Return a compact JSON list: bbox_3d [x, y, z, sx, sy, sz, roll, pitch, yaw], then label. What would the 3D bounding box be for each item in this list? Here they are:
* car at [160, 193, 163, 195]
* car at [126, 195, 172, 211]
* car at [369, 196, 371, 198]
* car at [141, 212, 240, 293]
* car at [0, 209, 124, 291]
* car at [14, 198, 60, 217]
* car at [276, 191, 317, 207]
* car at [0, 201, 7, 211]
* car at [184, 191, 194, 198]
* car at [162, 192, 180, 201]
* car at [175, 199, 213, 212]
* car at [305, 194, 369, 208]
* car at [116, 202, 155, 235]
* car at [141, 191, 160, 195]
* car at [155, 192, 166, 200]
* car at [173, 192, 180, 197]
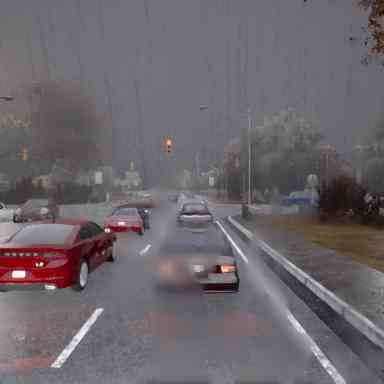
[{"bbox_3d":[-7.021,0.962,65.409,2.128,1.511,4.902,0,1,0],"label":"car"},{"bbox_3d":[-4.664,1.271,34.944,4.674,1.442,1.812,0,1,-3],"label":"car"},{"bbox_3d":[24.086,1.216,43.767,5.357,1.411,2.033,0,1,-3],"label":"car"},{"bbox_3d":[0.104,1.515,8.919,2.033,1.411,5.357,0,0,0],"label":"car"},{"bbox_3d":[-3.393,1.445,8.993,1.882,1.535,5.008,0,0,0],"label":"car"},{"bbox_3d":[-10.658,1.201,23.203,2.097,1.767,4.553,0,1,-11],"label":"car"},{"bbox_3d":[13.785,0.895,43.189,5.566,2.045,2.150,0,1,-4],"label":"car"},{"bbox_3d":[-21.631,1.246,33.993,4.902,1.511,2.128,0,0,-3],"label":"car"},{"bbox_3d":[-0.449,0.714,86.177,2.128,1.511,4.902,0,1,-4],"label":"car"},{"bbox_3d":[-3.410,1.040,57.520,2.128,1.511,4.902,0,1,0],"label":"car"},{"bbox_3d":[0.138,1.380,18.611,2.128,1.511,4.902,0,0,-1],"label":"car"},{"bbox_3d":[14.075,1.259,32.489,4.902,1.511,2.128,0,1,-3],"label":"car"},{"bbox_3d":[-3.390,1.458,17.980,1.994,1.385,4.181,0,1,0],"label":"car"},{"bbox_3d":[-7.066,0.790,55.237,2.150,2.045,5.566,0,1,0],"label":"car"},{"bbox_3d":[-7.086,0.871,75.797,2.128,1.511,4.902,0,1,-1],"label":"car"},{"bbox_3d":[-4.430,0.685,93.160,1.895,1.301,4.718,0,1,-5],"label":"car"}]
